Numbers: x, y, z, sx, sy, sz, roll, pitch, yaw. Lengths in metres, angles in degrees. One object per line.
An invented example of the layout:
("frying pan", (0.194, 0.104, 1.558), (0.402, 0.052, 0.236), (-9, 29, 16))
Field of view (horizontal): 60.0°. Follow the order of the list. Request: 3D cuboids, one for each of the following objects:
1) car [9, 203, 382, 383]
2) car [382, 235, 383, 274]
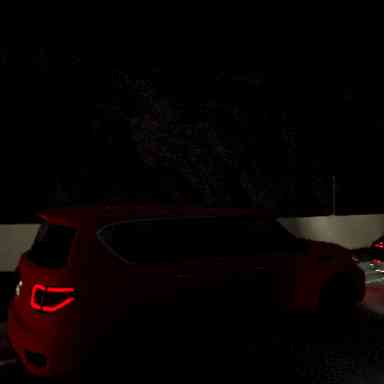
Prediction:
("car", (0.296, 1.198, 5.228), (5.566, 2.045, 2.150), (0, 0, -31))
("car", (6.825, 1.481, 8.567), (4.892, 1.490, 1.837), (0, 0, -23))
